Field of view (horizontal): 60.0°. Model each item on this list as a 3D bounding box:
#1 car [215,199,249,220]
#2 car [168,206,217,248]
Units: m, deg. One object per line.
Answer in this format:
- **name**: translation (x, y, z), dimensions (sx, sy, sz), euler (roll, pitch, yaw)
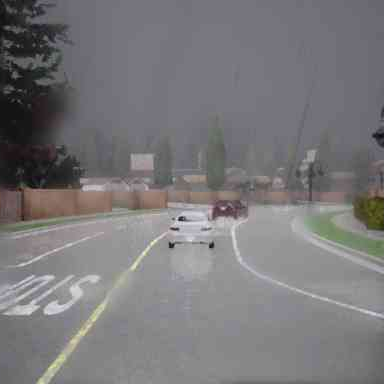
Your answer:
- **car**: translation (3.350, 1.362, 28.402), dimensions (2.097, 1.767, 4.553), euler (0, 0, 24)
- **car**: translation (0.040, 1.534, 14.569), dimensions (1.812, 1.442, 4.674), euler (0, 0, 3)
